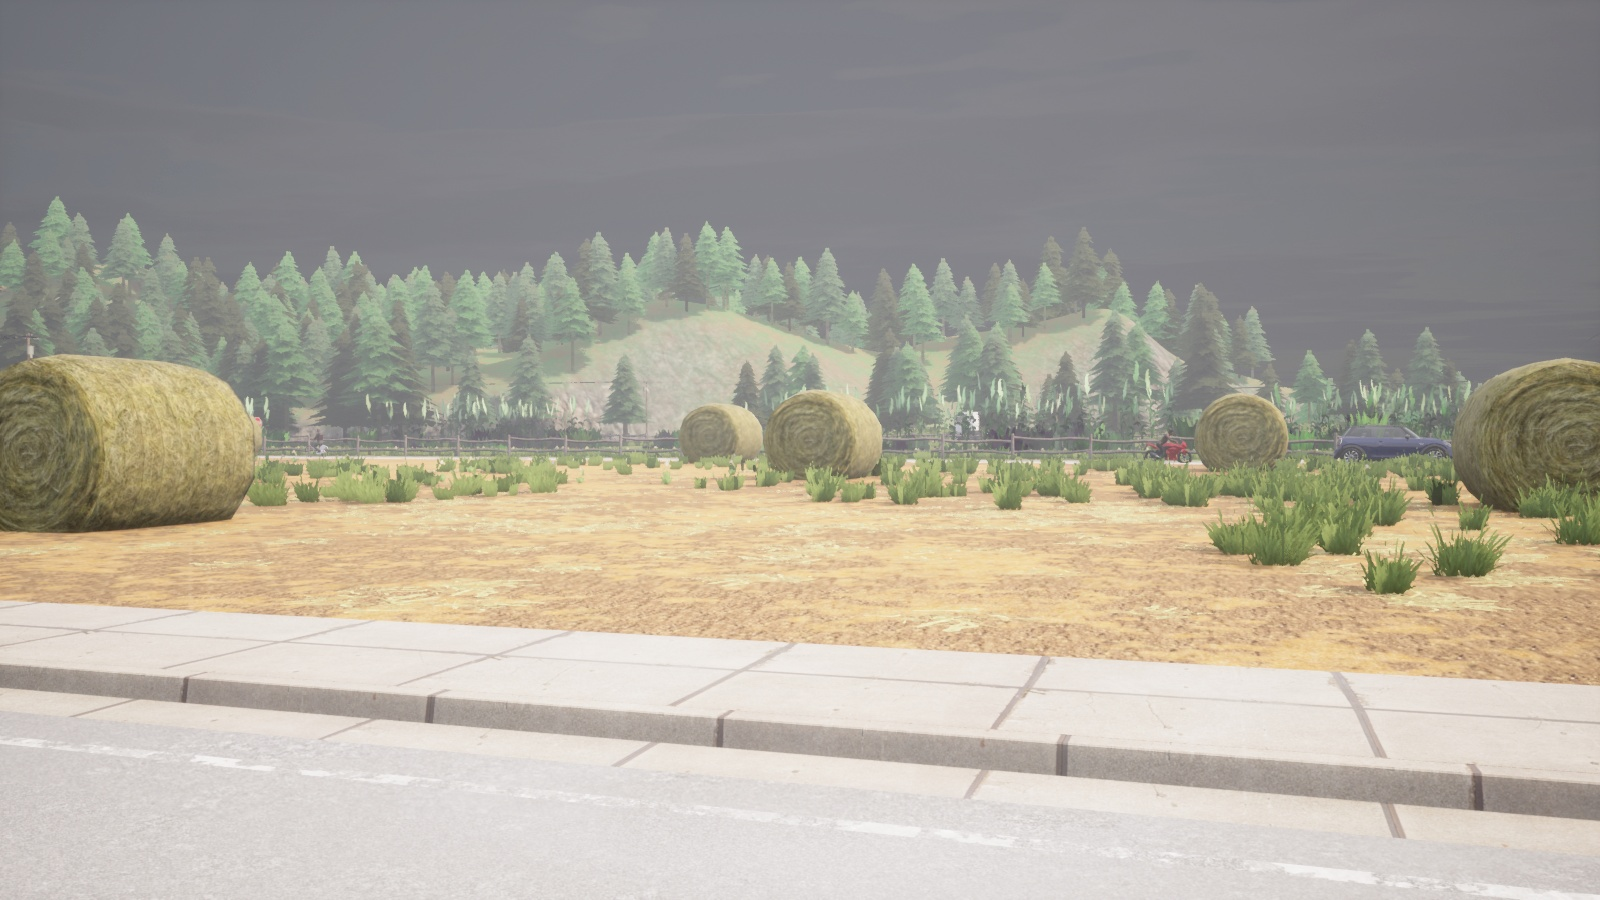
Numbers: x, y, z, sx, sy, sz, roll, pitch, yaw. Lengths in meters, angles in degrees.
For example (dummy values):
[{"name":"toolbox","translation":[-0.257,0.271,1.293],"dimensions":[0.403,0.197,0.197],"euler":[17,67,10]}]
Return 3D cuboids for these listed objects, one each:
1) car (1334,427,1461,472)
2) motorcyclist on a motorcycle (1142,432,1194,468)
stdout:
[{"name":"car","translation":[24.135,-0.048,50.938],"dimensions":[4.553,1.767,2.097],"euler":[1,1,23]},{"name":"motorcyclist on a motorcycle","translation":[15.920,-0.010,54.335],"dimensions":[2.044,1.523,0.797],"euler":[1,1,22]}]
